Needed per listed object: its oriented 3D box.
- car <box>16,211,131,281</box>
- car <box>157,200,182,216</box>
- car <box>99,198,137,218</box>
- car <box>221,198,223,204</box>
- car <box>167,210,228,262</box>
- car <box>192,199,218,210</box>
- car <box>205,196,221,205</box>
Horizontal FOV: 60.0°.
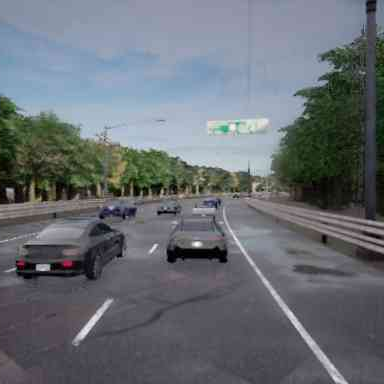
[{"bbox_3d":[-3.248,1.510,9.707,1.812,1.442,4.674,0,0,2],"label":"car"},{"bbox_3d":[-2.142,1.513,32.202,2.033,1.411,5.357,0,0,5],"label":"car"},{"bbox_3d":[-5.933,1.299,27.216,2.097,1.767,4.553,0,0,4],"label":"car"},{"bbox_3d":[4.200,1.449,58.107,1.837,1.490,4.892,0,0,8],"label":"car"},{"bbox_3d":[0.218,1.555,12.080,1.994,1.385,4.181,0,0,2],"label":"car"},{"bbox_3d":[1.081,1.578,28.806,1.895,1.301,4.718,0,0,4],"label":"car"},{"bbox_3d":[2.495,1.440,44.341,1.882,1.535,5.008,0,0,6],"label":"car"}]
